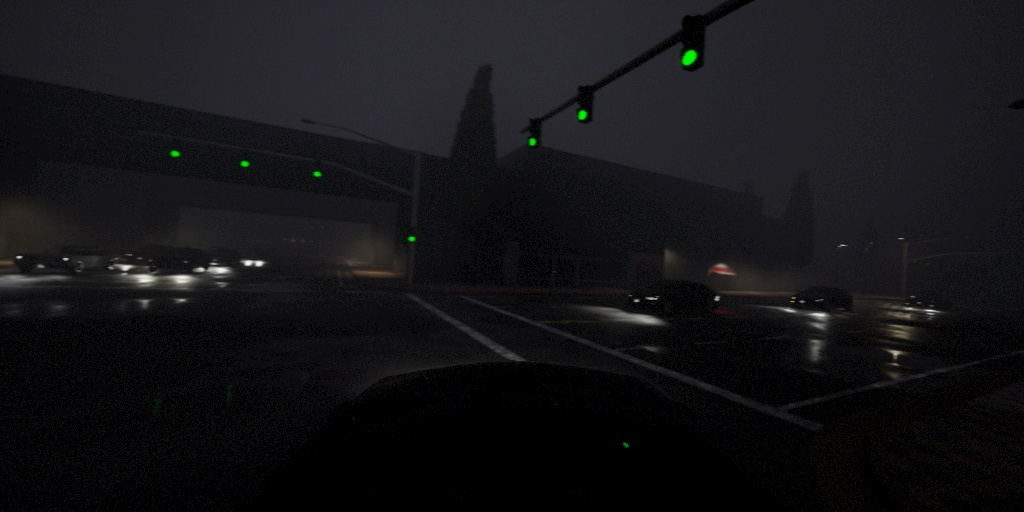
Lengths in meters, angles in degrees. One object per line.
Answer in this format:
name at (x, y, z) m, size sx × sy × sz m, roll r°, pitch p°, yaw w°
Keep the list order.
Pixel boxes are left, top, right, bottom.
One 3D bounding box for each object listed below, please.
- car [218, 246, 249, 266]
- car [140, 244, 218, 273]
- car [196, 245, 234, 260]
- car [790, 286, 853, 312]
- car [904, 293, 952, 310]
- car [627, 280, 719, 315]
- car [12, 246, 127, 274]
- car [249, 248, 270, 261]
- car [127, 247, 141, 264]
car at (-24.540, 0.016, 30.588) m, size 2.128 × 1.511 × 4.902 m, roll 4°, pitch -1°, yaw -26°
car at (-20.406, 0.172, 22.239) m, size 1.882 × 1.535 × 5.008 m, roll 4°, pitch -1°, yaw -26°
car at (-33.200, -0.420, 40.251) m, size 2.128 × 1.511 × 4.902 m, roll 4°, pitch -1°, yaw -26°
car at (20.304, 2.756, 23.451) m, size 4.892 × 1.490 × 1.837 m, roll 4°, pitch -1°, yaw -27°
car at (36.553, 3.965, 31.493) m, size 4.181 × 1.385 × 1.994 m, roll 4°, pitch -1°, yaw -27°
car at (7.764, 1.905, 17.165) m, size 4.892 × 1.490 × 1.837 m, roll 4°, pitch -1°, yaw -27°
car at (-22.356, 0.131, 18.287) m, size 1.895 × 1.301 × 4.718 m, roll 4°, pitch -1°, yaw -26°
car at (-31.184, -0.251, 44.075) m, size 2.128 × 1.511 × 4.902 m, roll 4°, pitch -1°, yaw -26°
car at (-26.533, -0.135, 26.735) m, size 1.837 × 1.490 × 4.892 m, roll 4°, pitch -1°, yaw -26°
